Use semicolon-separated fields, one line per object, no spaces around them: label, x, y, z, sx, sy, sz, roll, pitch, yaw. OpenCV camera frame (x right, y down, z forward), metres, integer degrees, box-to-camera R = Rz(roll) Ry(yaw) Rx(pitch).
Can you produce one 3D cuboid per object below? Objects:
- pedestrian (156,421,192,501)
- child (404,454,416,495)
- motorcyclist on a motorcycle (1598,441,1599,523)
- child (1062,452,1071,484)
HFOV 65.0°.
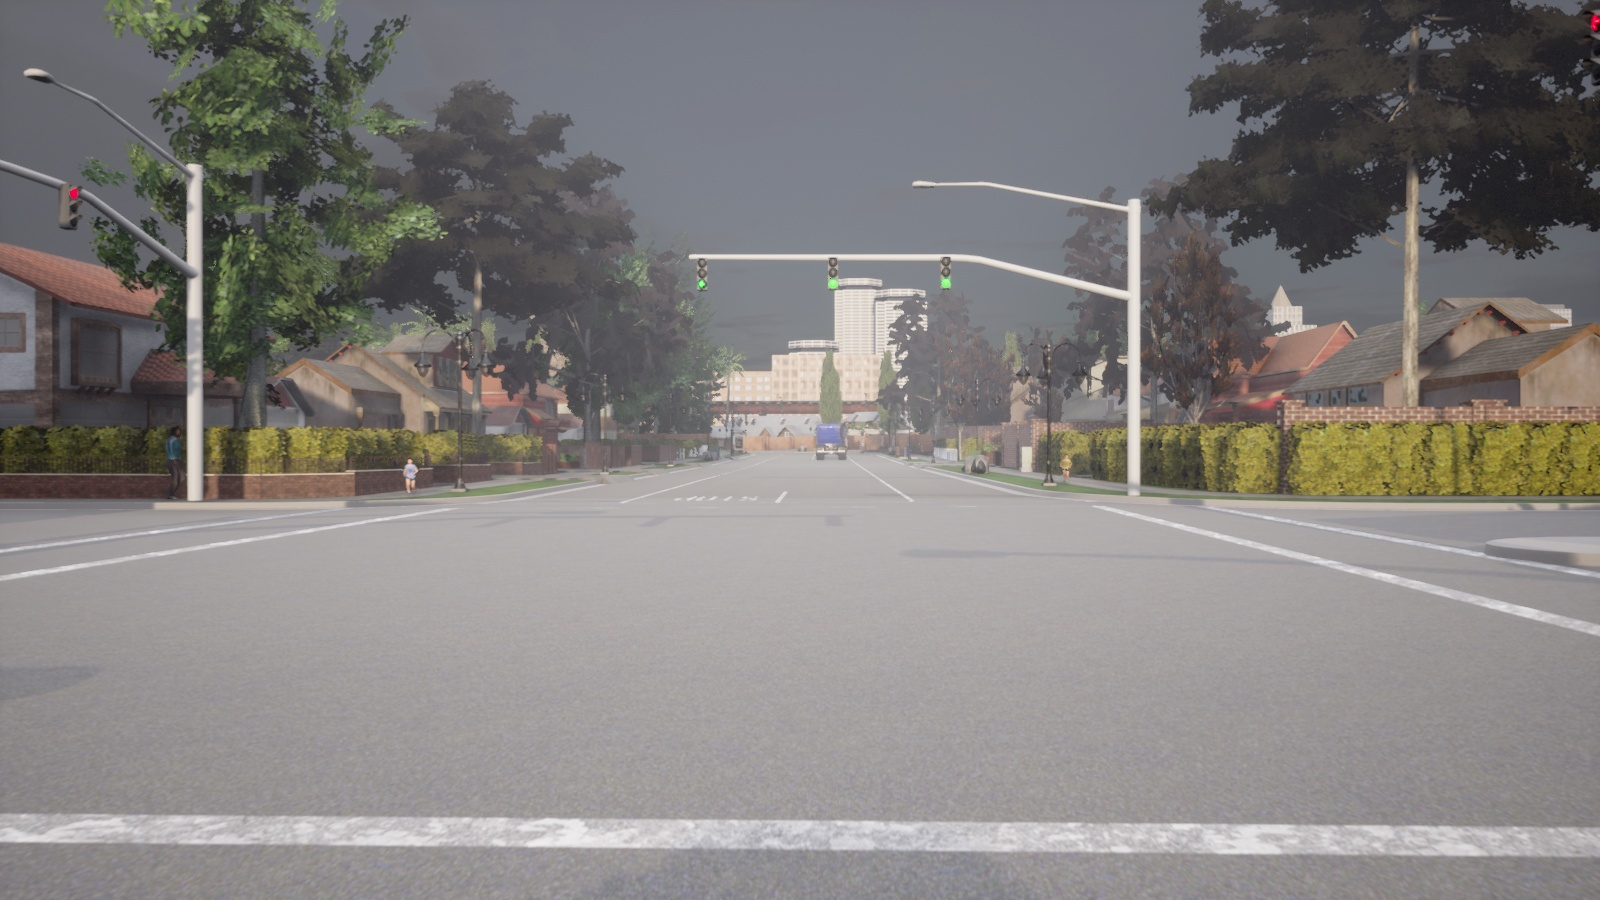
pedestrian;-15.202;0.267;30.498;0.692;1.930;0.396;0;0;1
child;-10.606;0.652;34.140;0.255;1.110;0.394;0;0;-7
motorcyclist on a motorcycle;16.328;0.622;23.826;1.817;1.590;0.866;0;0;1
child;9.402;0.629;44.373;0.255;1.110;0.394;0;0;3
